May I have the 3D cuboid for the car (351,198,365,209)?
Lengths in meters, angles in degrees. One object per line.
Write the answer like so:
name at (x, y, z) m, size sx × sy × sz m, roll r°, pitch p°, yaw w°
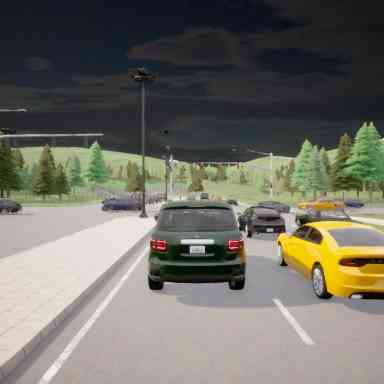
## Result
car at (20.779, 1.526, 44.897) m, size 4.674 × 1.442 × 1.812 m, roll 0°, pitch 0°, yaw 1°

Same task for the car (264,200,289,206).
car at (7.906, 1.564, 34.256) m, size 4.181 × 1.385 × 1.994 m, roll 0°, pitch 0°, yaw -2°

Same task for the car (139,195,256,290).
car at (0.091, 1.221, 9.212) m, size 2.150 × 2.045 × 5.566 m, roll 0°, pitch 0°, yaw 0°

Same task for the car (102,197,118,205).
car at (-15.132, 1.564, 61.615) m, size 1.994 × 1.385 × 4.181 m, roll 0°, pitch 0°, yaw 0°

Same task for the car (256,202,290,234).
car at (3.580, 1.505, 17.691) m, size 1.837 × 1.490 × 4.892 m, roll 0°, pitch 0°, yaw 0°

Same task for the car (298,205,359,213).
car at (7.080, 1.601, 17.864) m, size 1.895 × 1.301 × 4.718 m, roll 0°, pitch 0°, yaw 0°

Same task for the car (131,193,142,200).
car at (-15.106, 1.224, 91.217) m, size 2.150 × 2.045 × 5.566 m, roll 0°, pitch 0°, yaw 0°

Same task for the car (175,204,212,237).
car at (0.079, 1.505, 19.069) m, size 1.837 × 1.490 × 4.892 m, roll 0°, pitch 0°, yaw 0°

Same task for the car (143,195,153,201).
car at (-11.613, 1.552, 88.158) m, size 1.994 × 1.385 × 4.181 m, roll 0°, pitch 0°, yaw 0°

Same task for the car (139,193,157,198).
car at (-8.142, 1.491, 60.537) m, size 2.128 × 1.511 × 4.902 m, roll 0°, pitch 0°, yaw 0°

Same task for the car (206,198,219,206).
car at (3.345, 1.601, 54.482) m, size 1.895 × 1.301 × 4.718 m, roll 0°, pitch 0°, yaw 1°

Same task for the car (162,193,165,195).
car at (-8.102, 1.552, 78.126) m, size 1.994 × 1.385 × 4.181 m, roll 0°, pitch 0°, yaw 0°

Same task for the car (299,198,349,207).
car at (14.731, 1.477, 37.974) m, size 5.008 × 1.535 × 1.882 m, roll 0°, pitch 0°, yaw 1°

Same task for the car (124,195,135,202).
car at (-15.105, 1.478, 80.675) m, size 1.882 × 1.535 × 5.008 m, roll 0°, pitch 0°, yaw 0°

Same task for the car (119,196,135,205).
car at (-11.687, 1.526, 60.189) m, size 1.812 × 1.442 × 4.674 m, roll 0°, pitch 0°, yaw 1°

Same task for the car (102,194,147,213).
car at (-7.682, 1.352, 37.026) m, size 4.553 × 1.767 × 2.097 m, roll 0°, pitch 0°, yaw -4°

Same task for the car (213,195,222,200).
car at (6.888, 1.478, 90.484) m, size 1.882 × 1.535 × 5.008 m, roll 0°, pitch 0°, yaw 0°

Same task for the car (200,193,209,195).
car at (3.387, 1.225, 88.679) m, size 2.150 × 2.045 × 5.566 m, roll 0°, pitch 0°, yaw 0°

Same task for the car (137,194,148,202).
car at (-11.602, 1.355, 78.146) m, size 2.097 × 1.767 × 4.553 m, roll 0°, pitch 0°, yaw 0°

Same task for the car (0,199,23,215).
car at (-19.463, 1.505, 33.049) m, size 4.892 × 1.490 × 1.837 m, roll 0°, pitch 0°, yaw -1°

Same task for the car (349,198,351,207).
car at (16.604, 1.492, 41.506) m, size 4.902 × 1.511 × 2.128 m, roll 0°, pitch 0°, yaw 2°

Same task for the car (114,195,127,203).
car at (-15.091, 1.500, 70.287) m, size 1.837 × 1.490 × 4.892 m, roll 0°, pitch 0°, yaw 0°

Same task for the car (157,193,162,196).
car at (-8.090, 1.355, 69.618) m, size 2.097 × 1.767 × 4.553 m, roll 0°, pitch 0°, yaw 0°

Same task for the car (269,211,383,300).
car at (3.589, 1.478, 8.466) m, size 1.882 × 1.535 × 5.008 m, roll 0°, pitch 0°, yaw 0°

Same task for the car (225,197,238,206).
car at (6.779, 1.601, 57.798) m, size 1.895 × 1.301 × 4.718 m, roll 0°, pitch 0°, yaw 2°

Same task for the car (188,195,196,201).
car at (-0.110, 1.552, 84.301) m, size 1.994 × 1.385 × 4.181 m, roll 0°, pitch 0°, yaw 0°
